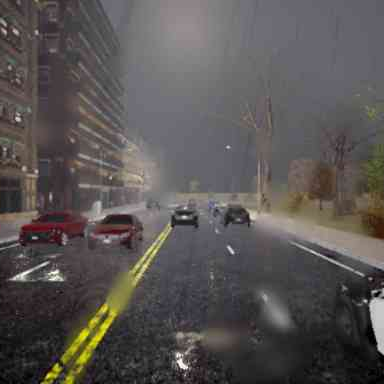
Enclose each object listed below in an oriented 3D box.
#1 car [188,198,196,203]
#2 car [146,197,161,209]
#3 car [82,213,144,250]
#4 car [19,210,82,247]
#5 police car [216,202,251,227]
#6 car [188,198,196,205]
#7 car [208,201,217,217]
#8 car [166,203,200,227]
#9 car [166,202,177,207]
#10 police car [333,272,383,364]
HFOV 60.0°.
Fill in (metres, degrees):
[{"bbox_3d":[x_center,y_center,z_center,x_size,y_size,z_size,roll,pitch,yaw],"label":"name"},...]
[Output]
[{"bbox_3d":[-0.013,2.438,72.119,2.033,1.411,5.357,0,-1,0],"label":"car"},{"bbox_3d":[-6.579,1.941,57.770,2.150,2.045,5.566,0,-1,0],"label":"car"},{"bbox_3d":[-3.353,1.720,15.463,1.812,1.442,4.674,0,-1,0],"label":"car"},{"bbox_3d":[-6.603,1.685,16.463,1.882,1.535,5.008,0,-1,0],"label":"car"},{"bbox_3d":[3.246,1.747,25.669,1.930,1.638,5.238,0,-1,0],"label":"police car"},{"bbox_3d":[-0.014,2.384,83.023,2.097,1.767,4.553,0,-1,0],"label":"car"},{"bbox_3d":[3.243,1.949,36.558,2.128,1.511,4.902,0,-1,0],"label":"car"},{"bbox_3d":[-0.451,1.822,25.395,2.163,1.488,4.792,0,-1,2],"label":"car"},{"bbox_3d":[-3.337,2.309,56.807,1.895,1.301,4.718,0,-1,0],"label":"car"},{"bbox_3d":[3.250,1.552,3.560,2.038,1.542,4.974,0,-1,0],"label":"police car"}]
